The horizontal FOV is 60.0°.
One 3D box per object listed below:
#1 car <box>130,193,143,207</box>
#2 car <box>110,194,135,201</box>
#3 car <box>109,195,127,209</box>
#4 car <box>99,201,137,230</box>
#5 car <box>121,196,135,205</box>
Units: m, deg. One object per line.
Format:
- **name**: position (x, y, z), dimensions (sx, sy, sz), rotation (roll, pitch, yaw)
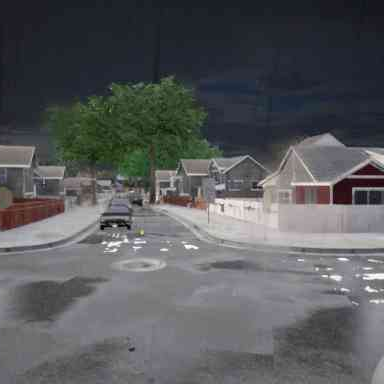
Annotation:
- **car**: position (-8.912, 1.192, 51.013), dimensions (2.150, 2.045, 5.566), rotation (0, 0, -16)
- **car**: position (-6.818, 1.347, 32.302), dimensions (2.097, 1.767, 4.553), rotation (0, 0, -10)
- **car**: position (-10.043, 1.342, 44.971), dimensions (2.097, 1.767, 4.553), rotation (0, 0, -16)
- **car**: position (-4.794, 1.546, 21.497), dimensions (2.033, 1.411, 5.357), rotation (0, 0, -9)
- **car**: position (-11.758, 1.460, 60.968), dimensions (2.128, 1.511, 4.902), rotation (0, 0, -15)
